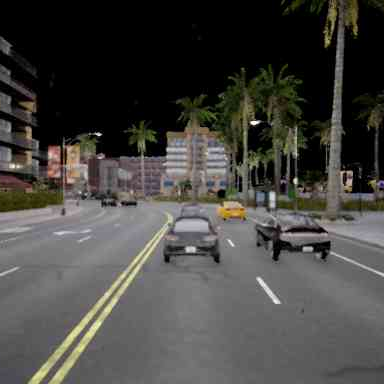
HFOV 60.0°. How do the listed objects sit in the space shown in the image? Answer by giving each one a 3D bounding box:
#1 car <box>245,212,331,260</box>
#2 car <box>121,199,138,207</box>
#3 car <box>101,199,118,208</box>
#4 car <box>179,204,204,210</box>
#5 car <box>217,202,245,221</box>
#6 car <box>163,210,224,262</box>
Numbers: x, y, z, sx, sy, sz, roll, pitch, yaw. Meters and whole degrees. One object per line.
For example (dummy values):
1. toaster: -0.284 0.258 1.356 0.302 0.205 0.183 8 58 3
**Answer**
1. car: 3.550 1.535 12.553 2.128 1.511 4.902 0 0 0
2. car: -10.267 1.788 54.500 1.895 1.301 4.718 0 0 -24
3. car: -13.015 1.727 52.149 2.033 1.411 5.357 0 0 -23
4. car: -0.022 1.635 25.372 2.033 1.411 5.357 0 0 -1
5. car: 3.307 1.575 28.709 1.882 1.535 5.008 0 0 -3
6. car: 0.042 1.569 12.160 1.812 1.442 4.674 0 -1 2
